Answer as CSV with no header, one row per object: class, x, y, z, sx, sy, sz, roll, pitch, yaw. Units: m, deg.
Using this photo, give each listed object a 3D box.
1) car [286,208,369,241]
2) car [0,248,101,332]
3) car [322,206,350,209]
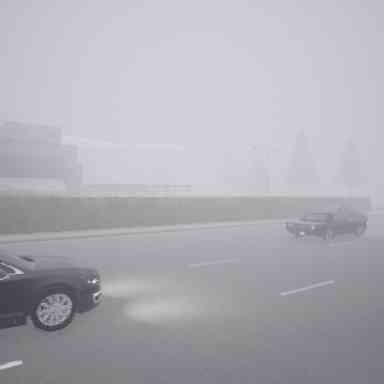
car,7.150,1.729,17.427,4.718,1.301,1.895,1,0,-35
car,-3.928,1.502,5.244,4.892,1.490,1.837,1,0,-35
car,10.737,1.731,24.276,5.357,1.411,2.033,1,0,-35
